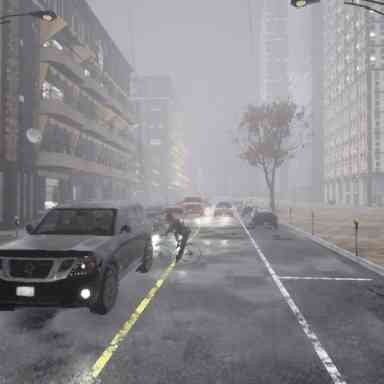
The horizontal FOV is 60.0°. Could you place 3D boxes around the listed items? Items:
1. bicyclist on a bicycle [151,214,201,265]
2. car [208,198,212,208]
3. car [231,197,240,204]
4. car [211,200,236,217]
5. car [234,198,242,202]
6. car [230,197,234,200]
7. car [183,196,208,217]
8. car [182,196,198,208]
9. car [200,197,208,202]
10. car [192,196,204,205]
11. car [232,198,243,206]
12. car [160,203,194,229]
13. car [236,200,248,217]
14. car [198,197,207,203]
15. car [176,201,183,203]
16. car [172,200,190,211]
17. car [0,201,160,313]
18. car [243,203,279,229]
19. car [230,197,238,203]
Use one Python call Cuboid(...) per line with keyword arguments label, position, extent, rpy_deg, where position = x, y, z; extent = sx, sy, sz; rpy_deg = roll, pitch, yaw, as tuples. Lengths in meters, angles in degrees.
Cuboid(label="bicyclist on a bicycle", position=(-0.543, 1.517, 10.688), extent=(1.656, 1.620, 0.582), rpy_deg=(-2, -1, 5))
Cuboid(label="car", position=(2.151, 1.726, 55.441), extent=(2.097, 1.767, 4.553), rpy_deg=(0, 0, 6))
Cuboid(label="car", position=(10.152, 1.988, 77.939), extent=(1.967, 1.590, 4.097), rpy_deg=(1, 0, 6))
Cuboid(label="car", position=(3.281, 1.829, 34.105), extent=(1.895, 1.301, 4.718), rpy_deg=(0, 0, 6))
Cuboid(label="car", position=(6.939, 1.834, 44.848), extent=(1.752, 1.417, 4.829), rpy_deg=(1, 0, 6))
Cuboid(label="car", position=(4.501, 1.795, 46.732), extent=(1.882, 1.535, 5.008), rpy_deg=(0, 0, 6))
Cuboid(label="car", position=(0.164, 1.450, 34.590), extent=(2.150, 2.045, 5.566), rpy_deg=(0, -1, 6))
Cuboid(label="car", position=(-0.338, 1.694, 56.578), extent=(2.192, 1.841, 5.009), rpy_deg=(1, 0, 6))
Cuboid(label="car", position=(3.423, 2.213, 95.380), extent=(2.008, 1.369, 4.403), rpy_deg=(1, 0, 6))
Cuboid(label="car", position=(1.275, 1.815, 73.207), extent=(2.192, 1.841, 5.009), rpy_deg=(1, 0, 6))
Cuboid(label="car", position=(9.075, 2.018, 66.851), extent=(2.008, 1.369, 4.403), rpy_deg=(1, 0, 6))
Cuboid(label="car", position=(-1.181, 1.658, 21.177), extent=(1.812, 1.442, 4.674), rpy_deg=(0, 0, 5))
Cuboid(label="car", position=(5.846, 1.780, 33.591), extent=(2.008, 1.369, 4.403), rpy_deg=(1, 0, 6))
Cuboid(label="car", position=(2.885, 2.187, 89.836), extent=(1.947, 1.339, 4.313), rpy_deg=(1, 0, 6))
Cuboid(label="car", position=(-2.495, 1.772, 34.402), extent=(2.008, 1.369, 4.403), rpy_deg=(1, 0, 6))
Cuboid(label="car", position=(-1.419, 1.865, 45.489), extent=(1.947, 1.339, 4.313), rpy_deg=(1, 0, 6))
Cuboid(label="car", position=(-2.449, 1.263, 8.138), extent=(2.150, 2.045, 5.566), rpy_deg=(0, 0, 5))
Cuboid(label="car", position=(4.770, 1.702, 22.504), extent=(2.008, 1.369, 4.403), rpy_deg=(1, 0, 6))
Cuboid(label="car", position=(11.228, 2.070, 89.027), extent=(1.967, 1.590, 4.097), rpy_deg=(1, 0, 6))
